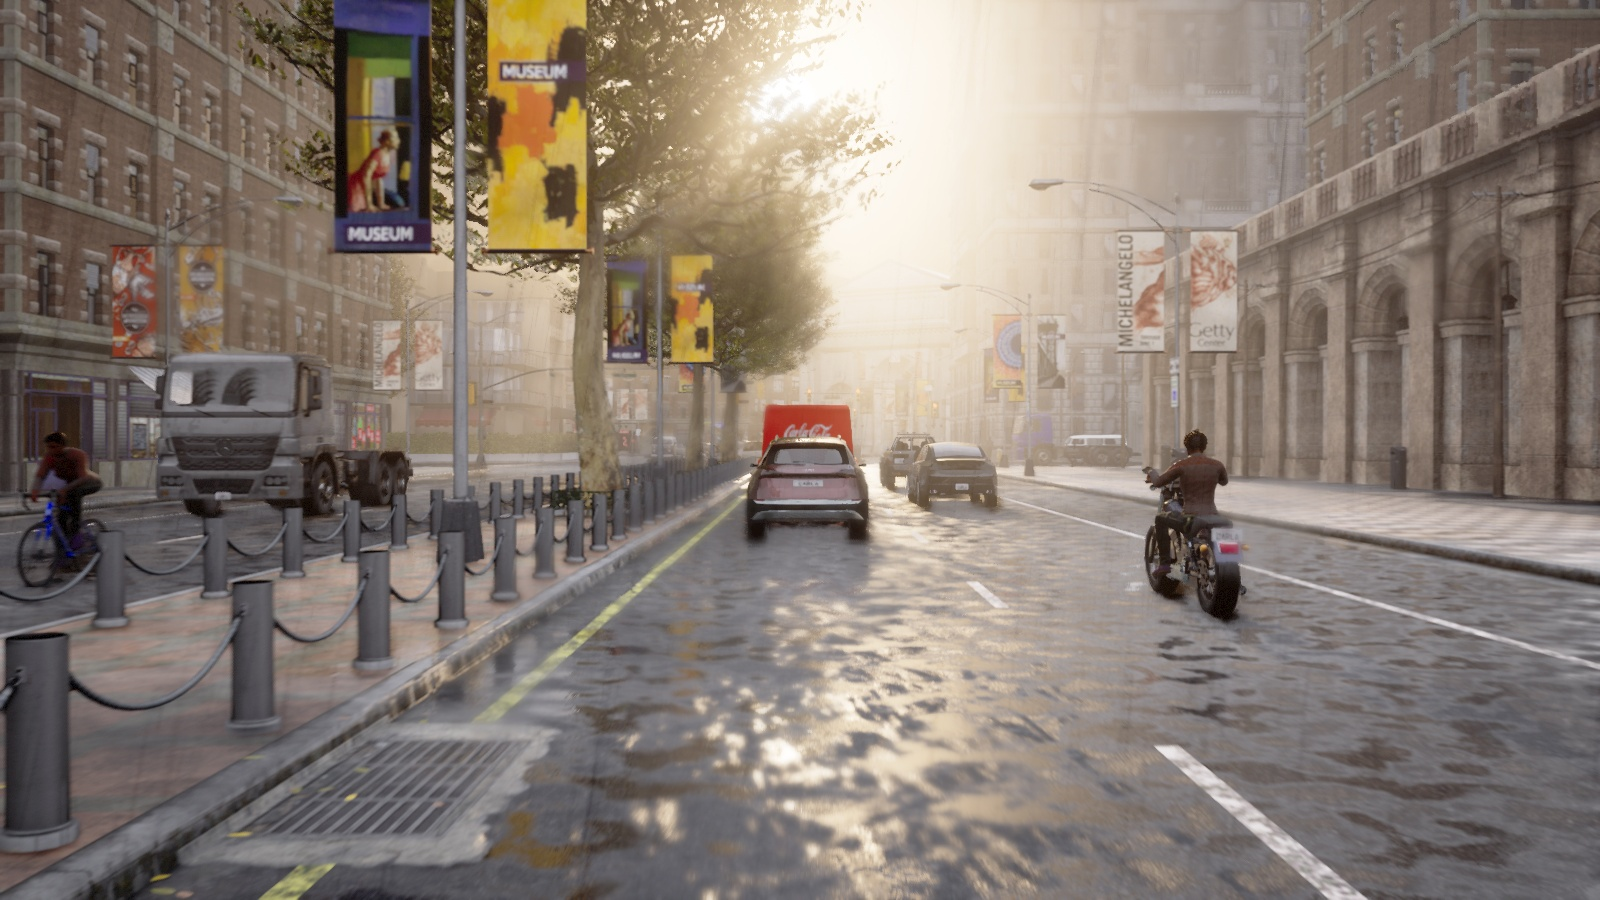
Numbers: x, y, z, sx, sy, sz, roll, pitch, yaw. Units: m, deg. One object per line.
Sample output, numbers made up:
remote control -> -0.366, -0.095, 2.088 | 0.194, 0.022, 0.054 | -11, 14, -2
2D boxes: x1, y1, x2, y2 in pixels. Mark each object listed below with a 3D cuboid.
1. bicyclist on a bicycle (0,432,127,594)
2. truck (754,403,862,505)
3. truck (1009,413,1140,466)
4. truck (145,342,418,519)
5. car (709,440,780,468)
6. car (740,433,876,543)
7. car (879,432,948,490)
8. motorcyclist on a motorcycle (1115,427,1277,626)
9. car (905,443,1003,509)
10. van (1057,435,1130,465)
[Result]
bicyclist on a bicycle -> -7.909, 0.618, 13.363 | 0.582, 1.620, 1.656 | 0, 1, 0
truck -> 0.204, 0.073, 33.077 | 2.627, 2.467, 5.204 | 0, 0, 0
truck -> 17.924, -0.685, 82.312 | 7.936, 3.462, 2.891 | 0, 0, -1
truck -> -11.332, -0.405, 28.495 | 2.891, 3.462, 7.936 | 0, 0, 0
car -> -3.314, 0.218, 75.148 | 3.988, 1.617, 1.851 | 0, 0, -42
car -> 0.136, 0.557, 21.195 | 2.033, 1.649, 4.856 | 0, 0, 0
car -> 3.756, 0.328, 42.302 | 1.932, 1.855, 4.605 | 0, 0, 0
motorcyclist on a motorcycle -> 3.581, 0.634, 11.591 | 0.766, 1.649, 2.350 | 0, 0, 0
car -> 3.691, 0.580, 30.941 | 1.837, 1.490, 4.892 | 0, 0, 0
van -> 20.044, 0.002, 85.866 | 4.480, 2.038, 2.069 | 0, 0, 0
